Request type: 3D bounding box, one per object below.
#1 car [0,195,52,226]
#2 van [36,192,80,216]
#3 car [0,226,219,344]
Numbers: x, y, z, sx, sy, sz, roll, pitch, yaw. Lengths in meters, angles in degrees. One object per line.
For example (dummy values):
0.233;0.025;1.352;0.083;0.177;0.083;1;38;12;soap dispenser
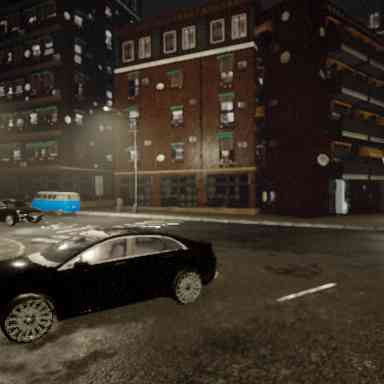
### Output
-10.983;1.139;19.767;4.892;1.490;1.837;1;1;26;car
-10.641;0.892;26.041;3.998;1.788;1.690;1;0;25;van
-1.718;1.491;6.489;4.902;1.511;2.128;0;0;-36;car
